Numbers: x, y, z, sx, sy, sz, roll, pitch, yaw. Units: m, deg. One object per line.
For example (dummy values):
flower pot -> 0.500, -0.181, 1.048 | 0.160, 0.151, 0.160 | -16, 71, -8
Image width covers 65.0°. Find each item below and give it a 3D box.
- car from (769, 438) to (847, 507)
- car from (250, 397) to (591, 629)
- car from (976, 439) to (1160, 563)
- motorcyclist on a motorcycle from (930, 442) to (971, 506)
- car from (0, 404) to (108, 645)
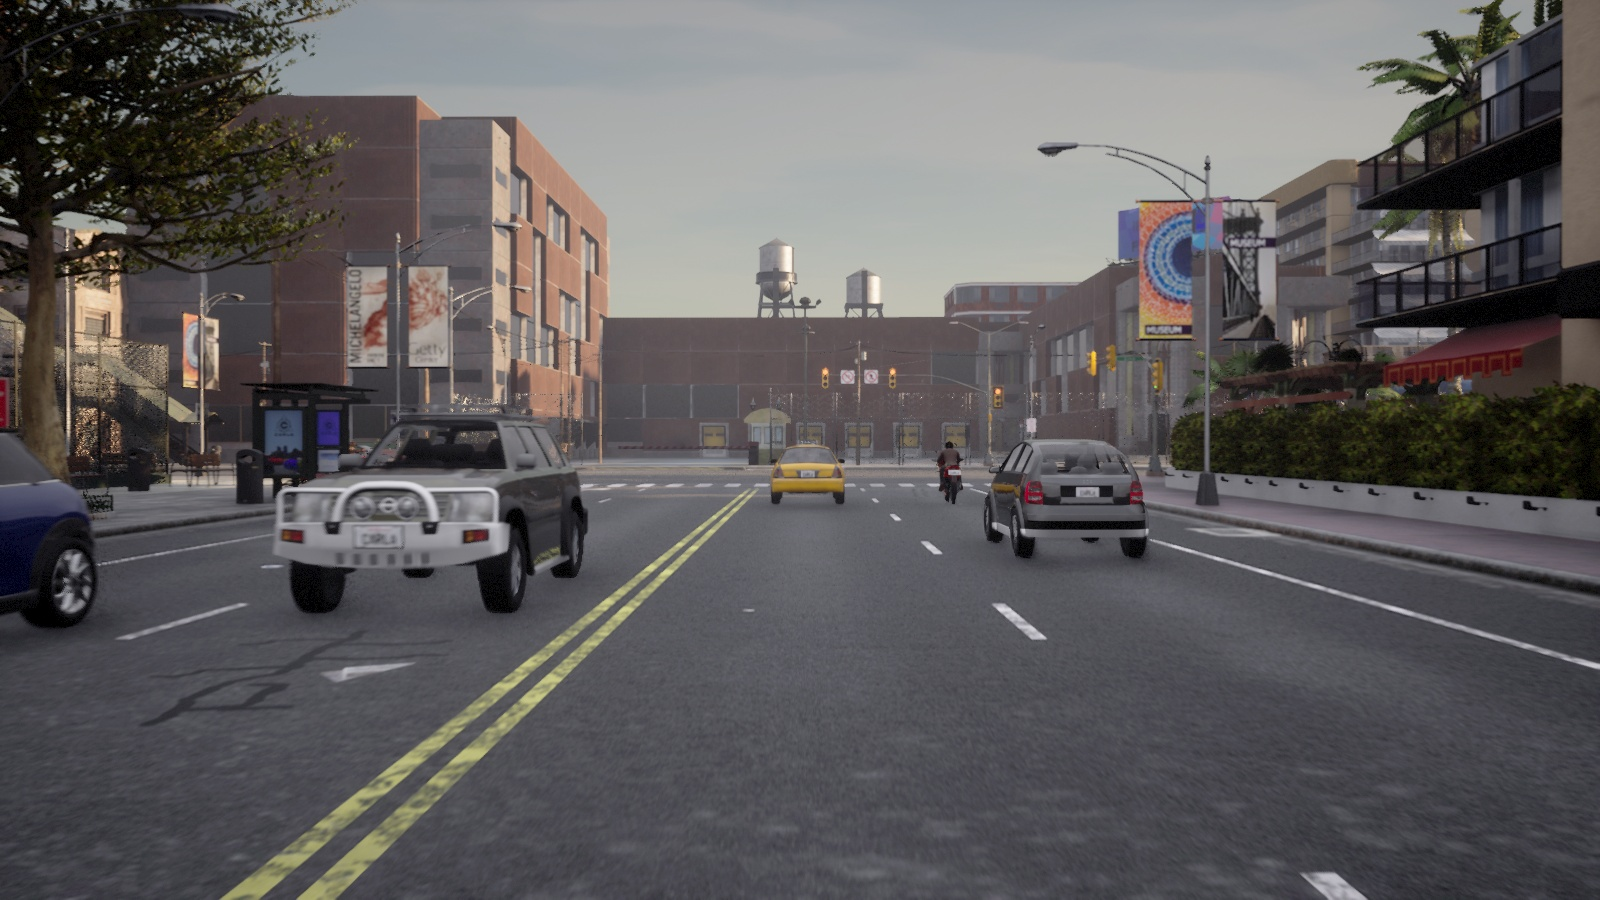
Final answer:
car -> 0.194, 0.507, 31.632 | 1.801, 1.575, 5.366 | 0, 0, 0
car -> -3.415, 0.491, 12.339 | 1.932, 1.855, 4.605 | 0, 0, 0
car -> 3.615, 0.629, 17.563 | 1.789, 1.549, 3.705 | 0, 0, 0
motorcyclist on a motorcycle -> 3.691, 0.557, 30.935 | 0.797, 1.523, 2.044 | 0, 0, 0
car -> -6.937, 0.552, 8.392 | 2.097, 1.767, 4.553 | 0, 0, 0
